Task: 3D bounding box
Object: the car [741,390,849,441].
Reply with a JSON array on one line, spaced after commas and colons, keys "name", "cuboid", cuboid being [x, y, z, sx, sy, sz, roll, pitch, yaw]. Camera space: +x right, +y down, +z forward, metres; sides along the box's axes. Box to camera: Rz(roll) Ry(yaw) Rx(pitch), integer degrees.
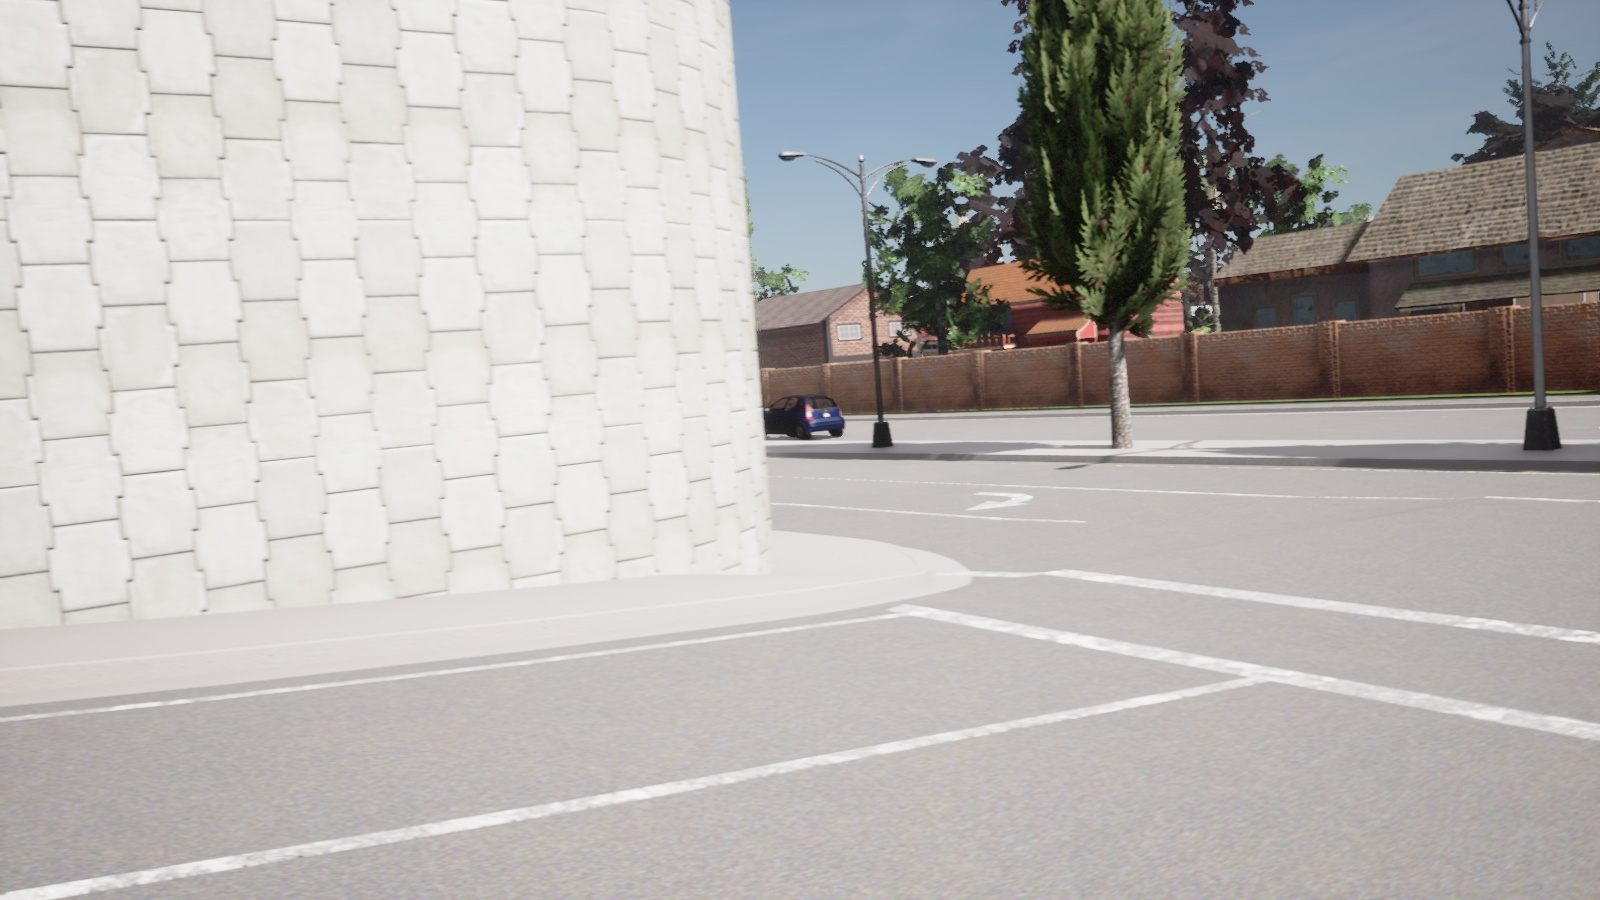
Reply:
[{"name": "car", "cuboid": [-0.229, -1.246, 45.835, 1.851, 1.617, 3.988, -7, 5, -36]}]
